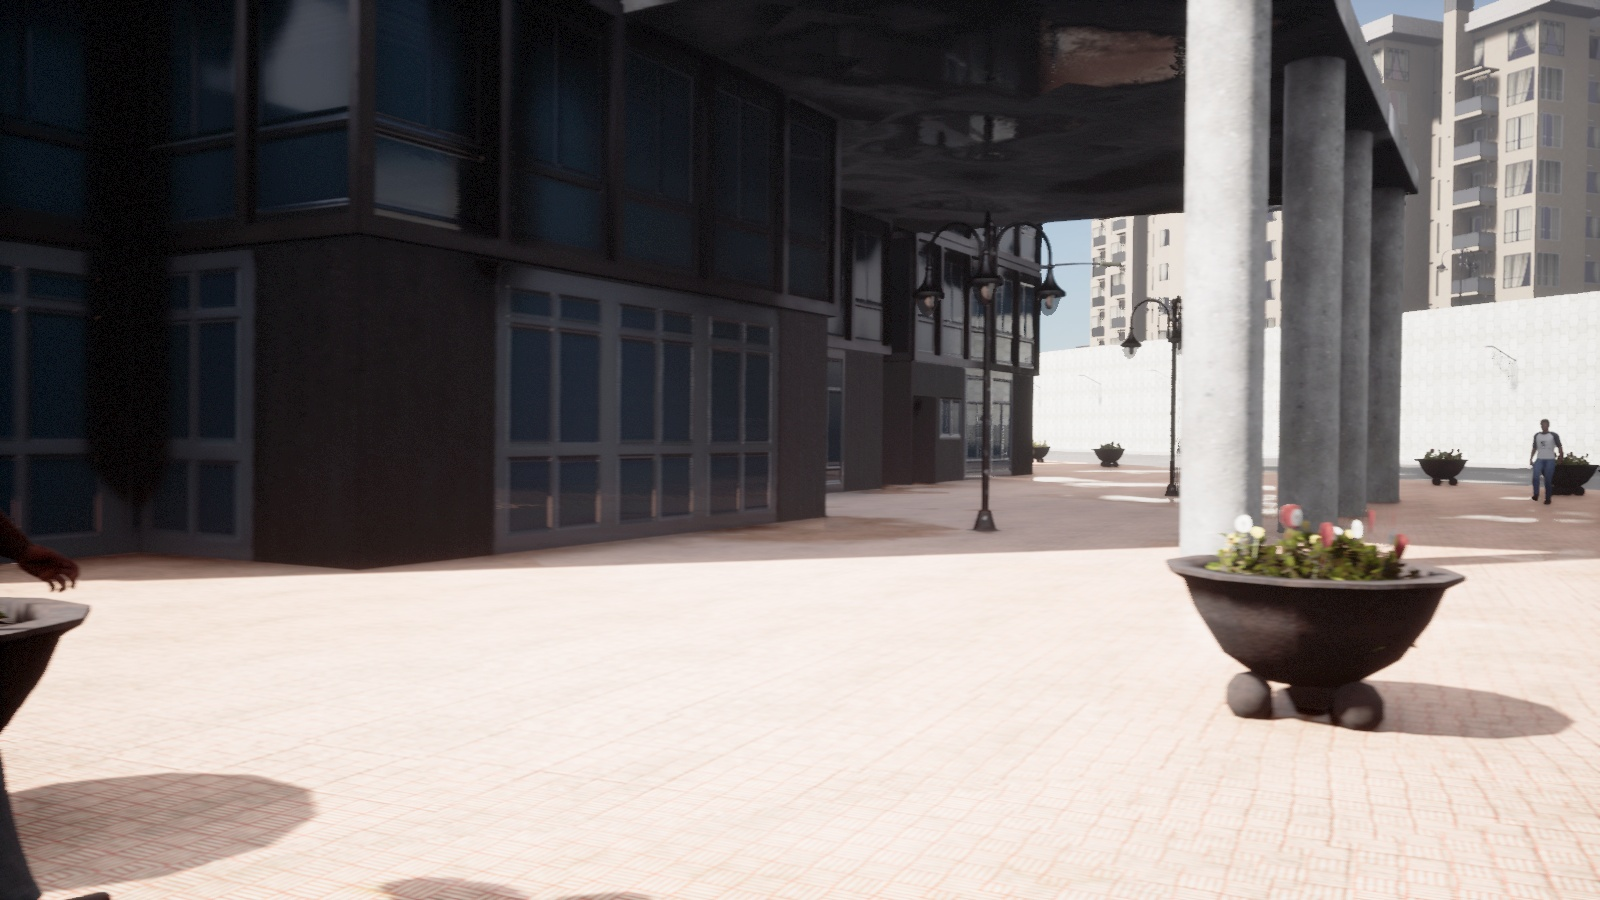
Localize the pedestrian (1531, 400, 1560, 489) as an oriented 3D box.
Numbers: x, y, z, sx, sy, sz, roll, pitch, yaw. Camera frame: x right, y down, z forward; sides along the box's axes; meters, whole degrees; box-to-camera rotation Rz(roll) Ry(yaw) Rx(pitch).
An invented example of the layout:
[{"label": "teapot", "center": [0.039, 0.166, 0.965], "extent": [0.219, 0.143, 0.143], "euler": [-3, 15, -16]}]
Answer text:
[{"label": "pedestrian", "center": [15.623, -0.128, 26.321], "extent": [0.706, 1.836, 0.354], "euler": [-2, 1, -44]}]

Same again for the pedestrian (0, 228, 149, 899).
[{"label": "pedestrian", "center": [-2.111, 0.437, 3.051], "extent": [0.849, 1.883, 0.563], "euler": [-1, 1, -21]}]
